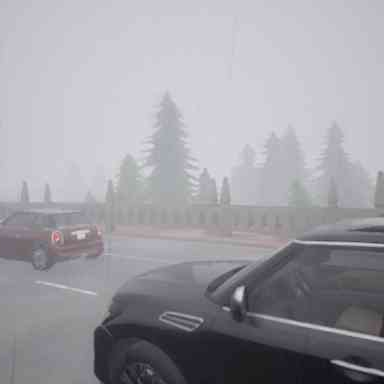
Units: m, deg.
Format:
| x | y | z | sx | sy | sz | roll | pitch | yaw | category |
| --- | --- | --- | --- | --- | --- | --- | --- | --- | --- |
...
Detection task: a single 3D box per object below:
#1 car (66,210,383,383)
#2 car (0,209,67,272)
| x | y | z | sx | sy | sz | roll | pitch | yaw | category |
| --- | --- | --- | --- | --- | --- | --- | --- | --- | --- |
| 1.633 | 1.206 | 2.688 | 5.566 | 2.045 | 2.150 | 0 | 0 | 35 | car |
| -5.147 | 1.349 | 10.988 | 4.553 | 1.767 | 2.097 | 0 | 0 | 30 | car |
